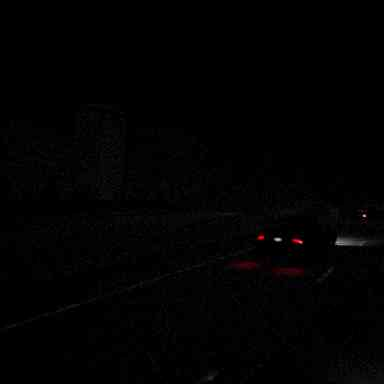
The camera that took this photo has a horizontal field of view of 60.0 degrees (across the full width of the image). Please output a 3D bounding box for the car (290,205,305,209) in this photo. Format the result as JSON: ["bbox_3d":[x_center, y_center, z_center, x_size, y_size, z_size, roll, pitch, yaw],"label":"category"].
[{"bbox_3d":[15.345,2.717,48.193,2.097,1.767,4.553,0,-5,34],"label":"car"}]

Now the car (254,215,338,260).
[{"bbox_3d":[4.217,1.622,12.908,2.033,1.411,5.357,0,0,34],"label":"car"}]

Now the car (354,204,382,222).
[{"bbox_3d":[16.078,1.880,30.385,1.837,1.490,4.892,0,-2,34],"label":"car"}]

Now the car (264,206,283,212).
[{"bbox_3d":[12.434,2.843,50.137,2.128,1.511,4.902,0,-6,34],"label":"car"}]

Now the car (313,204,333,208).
[{"bbox_3d":[18.394,2.629,46.446,2.150,2.045,5.566,0,-6,34],"label":"car"}]
